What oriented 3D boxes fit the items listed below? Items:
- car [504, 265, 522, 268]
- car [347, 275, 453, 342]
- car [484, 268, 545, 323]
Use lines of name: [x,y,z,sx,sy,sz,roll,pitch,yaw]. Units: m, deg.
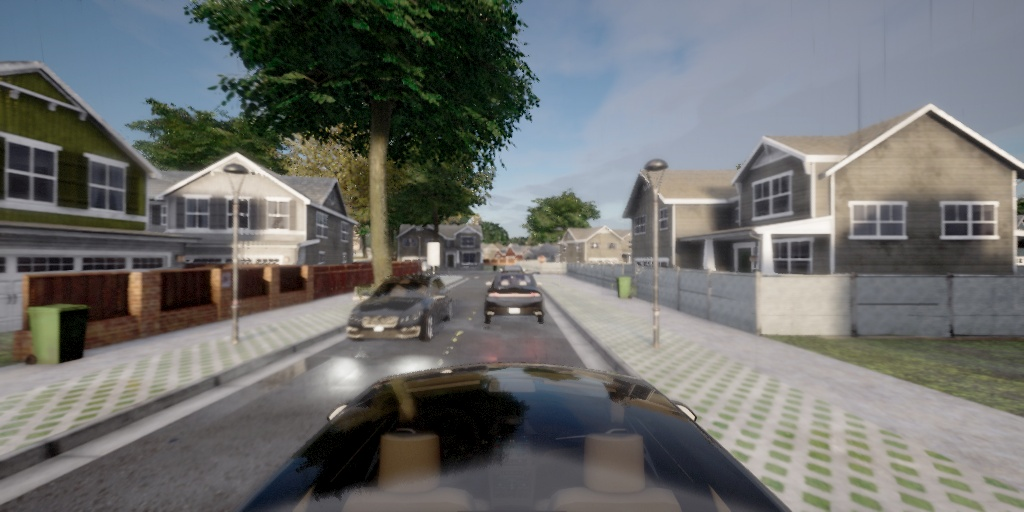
car: [0.067,1.458,28.667,1.882,1.535,5.008,0,-1,0]
car: [-2.855,1.328,10.118,1.837,1.490,4.892,0,0,0]
car: [0.082,1.336,12.484,2.128,1.511,4.902,0,0,0]
